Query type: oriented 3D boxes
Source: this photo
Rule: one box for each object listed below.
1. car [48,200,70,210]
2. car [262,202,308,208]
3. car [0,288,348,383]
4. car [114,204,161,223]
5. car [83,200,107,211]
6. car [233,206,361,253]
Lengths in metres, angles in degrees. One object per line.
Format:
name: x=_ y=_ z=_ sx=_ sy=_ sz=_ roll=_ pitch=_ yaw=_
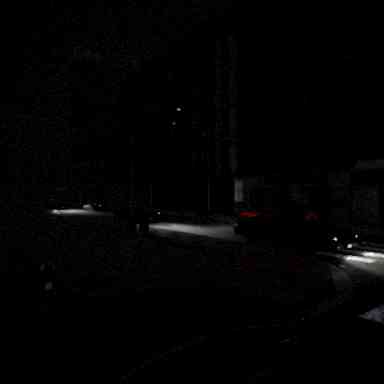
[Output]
car: x=-18.135 y=1.712 z=45.444 sx=1.895 sy=1.301 sz=4.718 roll=0 pitch=0 yaw=-35
car: x=4.568 y=1.349 z=18.339 sx=2.097 sy=1.767 sz=4.553 roll=0 pitch=0 yaw=-34
car: x=-0.613 y=1.565 z=2.374 sx=4.313 sy=1.339 sz=1.947 roll=0 pitch=0 yaw=-35
car: x=-4.271 y=1.641 z=25.802 sx=1.895 sy=1.301 sz=4.718 roll=0 pitch=0 yaw=-35
car: x=-12.371 y=1.644 z=42.278 sx=1.994 sy=1.385 sz=4.181 roll=0 pitch=0 yaw=-35
car: x=4.096 y=1.549 z=14.035 sx=2.033 sy=1.411 sz=5.357 roll=0 pitch=0 yaw=-35
